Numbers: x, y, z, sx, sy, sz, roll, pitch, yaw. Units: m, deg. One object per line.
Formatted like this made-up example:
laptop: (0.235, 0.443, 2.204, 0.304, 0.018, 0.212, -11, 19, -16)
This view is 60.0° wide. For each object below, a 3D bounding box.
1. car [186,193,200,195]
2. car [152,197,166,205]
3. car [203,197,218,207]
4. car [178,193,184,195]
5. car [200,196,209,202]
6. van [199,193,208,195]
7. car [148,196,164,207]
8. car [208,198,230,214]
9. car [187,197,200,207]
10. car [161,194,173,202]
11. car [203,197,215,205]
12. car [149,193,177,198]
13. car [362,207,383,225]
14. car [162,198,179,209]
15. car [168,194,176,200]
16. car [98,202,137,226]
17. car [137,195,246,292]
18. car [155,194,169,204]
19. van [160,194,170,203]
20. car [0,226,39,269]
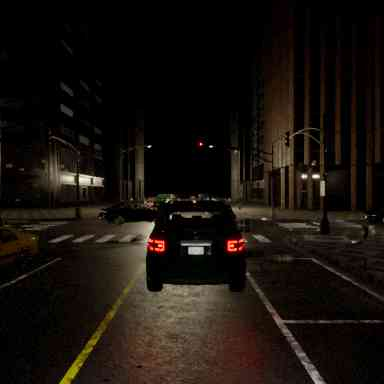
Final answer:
car: (0.157, 1.551, 75.742, 2.128, 1.511, 4.902, 0, 0, 0)
car: (-5.641, 1.565, 58.014, 2.008, 1.369, 4.403, 0, 0, 0)
car: (2.872, 1.562, 52.405, 2.008, 1.369, 4.403, 0, 0, 0)
car: (-2.913, 1.366, 56.369, 2.097, 1.767, 4.553, 0, 0, 1)
car: (2.930, 1.597, 80.450, 1.947, 1.339, 4.313, 0, 0, 0)
van: (2.907, 1.363, 69.232, 1.690, 1.788, 3.998, 0, 0, 0)
car: (-5.653, 1.452, 52.405, 1.967, 1.590, 4.097, 0, 0, 0)
car: (2.838, 1.446, 35.579, 1.967, 1.590, 4.097, 0, 0, 0)
car: (0.214, 1.559, 53.255, 2.033, 1.411, 5.357, 0, 0, 0)
car: (-5.606, 1.341, 74.843, 2.192, 1.841, 5.009, 0, 0, 0)
car: (2.884, 1.580, 58.014, 1.947, 1.339, 4.313, 0, 0, 0)
car: (-2.996, 1.228, 36.619, 2.150, 2.045, 5.566, 0, 0, 0)
car: (14.853, 1.568, 23.832, 4.892, 1.490, 1.837, 0, 0, 0)
car: (-2.935, 1.573, 46.491, 1.994, 1.385, 4.181, 0, 0, 1)
car: (-5.572, 1.483, 91.671, 1.967, 1.590, 4.097, 0, 0, 0)
car: (-3.995, 1.489, 23.141, 4.902, 1.511, 2.128, 0, 0, -31)
car: (0.098, 1.222, 9.086, 2.150, 2.045, 5.566, 0, 0, 0)
car: (-5.629, 1.333, 63.624, 2.192, 1.841, 5.009, 0, 0, 0)
van: (-5.618, 1.363, 69.232, 1.690, 1.788, 3.998, 0, 0, 0)
car: (-5.743, 1.526, 8.632, 1.752, 1.417, 4.829, 0, 0, 0)
